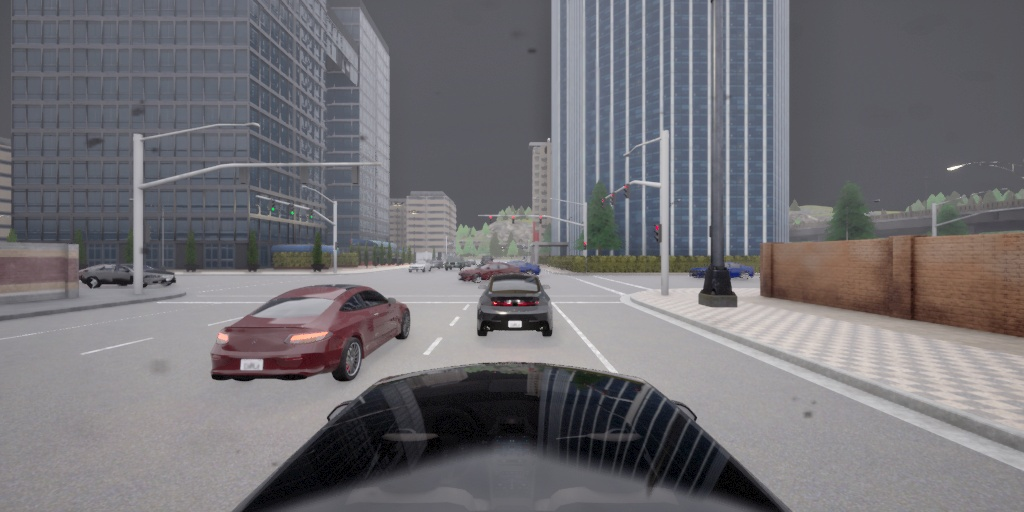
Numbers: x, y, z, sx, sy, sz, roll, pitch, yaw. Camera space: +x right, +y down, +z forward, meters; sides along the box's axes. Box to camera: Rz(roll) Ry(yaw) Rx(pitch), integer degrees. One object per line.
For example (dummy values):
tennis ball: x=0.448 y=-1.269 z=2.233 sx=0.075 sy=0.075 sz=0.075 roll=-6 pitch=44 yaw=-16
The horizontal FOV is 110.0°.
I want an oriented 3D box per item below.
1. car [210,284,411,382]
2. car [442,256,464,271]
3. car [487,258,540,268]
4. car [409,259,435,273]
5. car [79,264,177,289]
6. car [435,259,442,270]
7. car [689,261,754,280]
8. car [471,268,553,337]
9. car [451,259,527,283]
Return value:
car: x=-3.435 y=1.276 z=7.050 sx=1.812 sy=1.442 sz=4.674 roll=0 pitch=0 yaw=0
car: x=-7.872 y=0.971 z=50.049 sx=2.150 sy=2.045 sz=5.566 roll=0 pitch=0 yaw=-1
car: x=0.169 y=1.228 z=33.703 sx=5.008 sy=1.535 sz=1.882 roll=-1 pitch=0 yaw=0
car: x=-11.364 y=1.275 z=44.595 sx=1.812 sy=1.442 sz=4.674 roll=0 pitch=0 yaw=1
car: x=-24.218 y=1.241 z=22.766 sx=4.902 sy=1.511 sz=2.128 roll=0 pitch=0 yaw=0
car: x=-11.433 y=1.239 z=53.543 sx=2.128 sy=1.511 sz=4.902 roll=0 pitch=0 yaw=-1
car: x=17.653 y=1.227 z=30.353 sx=5.008 sy=1.535 sz=1.882 roll=0 pitch=0 yaw=0
car: x=0.069 y=1.255 z=10.314 sx=1.837 sy=1.490 sz=4.892 roll=0 pitch=0 yaw=0
car: x=-1.649 y=1.227 z=26.798 sx=5.008 sy=1.535 sz=1.882 roll=0 pitch=-1 yaw=-35
